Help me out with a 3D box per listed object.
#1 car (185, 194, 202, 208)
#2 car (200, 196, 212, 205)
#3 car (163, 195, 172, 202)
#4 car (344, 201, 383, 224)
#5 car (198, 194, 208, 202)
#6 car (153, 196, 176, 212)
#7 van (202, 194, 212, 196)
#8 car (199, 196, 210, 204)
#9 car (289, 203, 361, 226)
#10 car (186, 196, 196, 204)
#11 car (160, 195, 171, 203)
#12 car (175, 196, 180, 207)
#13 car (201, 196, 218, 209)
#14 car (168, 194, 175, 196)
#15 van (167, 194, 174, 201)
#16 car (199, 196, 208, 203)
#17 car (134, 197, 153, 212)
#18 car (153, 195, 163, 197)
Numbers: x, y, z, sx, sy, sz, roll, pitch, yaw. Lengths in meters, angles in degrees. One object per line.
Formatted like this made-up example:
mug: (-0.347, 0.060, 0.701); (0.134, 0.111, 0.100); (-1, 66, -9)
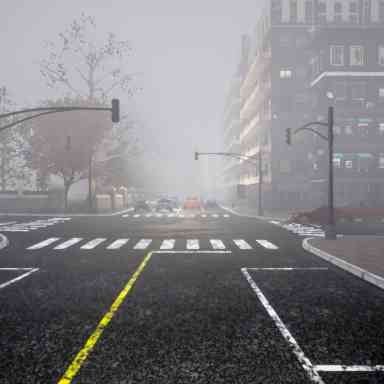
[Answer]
car: (0.013, 1.385, 47.525); (2.097, 1.767, 4.553); (0, 0, 0)
car: (2.569, 1.494, 62.248); (1.967, 1.590, 4.097); (0, 0, 0)
car: (-5.846, 1.526, 79.121); (1.967, 1.590, 4.097); (0, 0, 0)
car: (13.413, 1.609, 27.426); (5.009, 1.841, 2.192); (1, -1, -1)
car: (2.535, 1.401, 79.138); (2.192, 1.841, 5.009); (0, 0, 0)
car: (-3.171, 1.548, 39.117); (1.812, 1.442, 4.674); (0, 0, 0)
van: (2.592, 1.377, 50.988); (1.690, 1.788, 3.998); (0, 0, 0)
car: (2.557, 1.615, 67.878); (2.008, 1.369, 4.403); (0, 0, 0)
car: (9.687, 1.738, 24.987); (4.674, 1.442, 1.812); (1, 0, 2)
car: (-0.132, 1.614, 69.281); (2.033, 1.411, 5.357); (0, 0, 0)
car: (-5.835, 1.515, 73.492); (1.967, 1.590, 4.097); (0, 0, 0)
car: (-3.190, 1.635, 49.041); (1.895, 1.301, 4.718); (0, 0, 0)
car: (2.603, 1.574, 45.357); (1.887, 1.381, 4.507); (0, 0, 0)
car: (-3.195, 1.554, 59.232); (1.837, 1.490, 4.892); (0, 0, 0)
van: (-5.869, 1.453, 90.382); (1.690, 1.788, 3.998); (0, 0, 0)
car: (2.546, 1.619, 73.508); (1.887, 1.381, 4.507); (0, 0, 0)
car: (-5.766, 1.589, 39.710); (1.947, 1.339, 4.313); (0, 0, 0)
car: (-5.788, 1.561, 50.801); (1.752, 1.417, 4.829); (0, 0, 0)
